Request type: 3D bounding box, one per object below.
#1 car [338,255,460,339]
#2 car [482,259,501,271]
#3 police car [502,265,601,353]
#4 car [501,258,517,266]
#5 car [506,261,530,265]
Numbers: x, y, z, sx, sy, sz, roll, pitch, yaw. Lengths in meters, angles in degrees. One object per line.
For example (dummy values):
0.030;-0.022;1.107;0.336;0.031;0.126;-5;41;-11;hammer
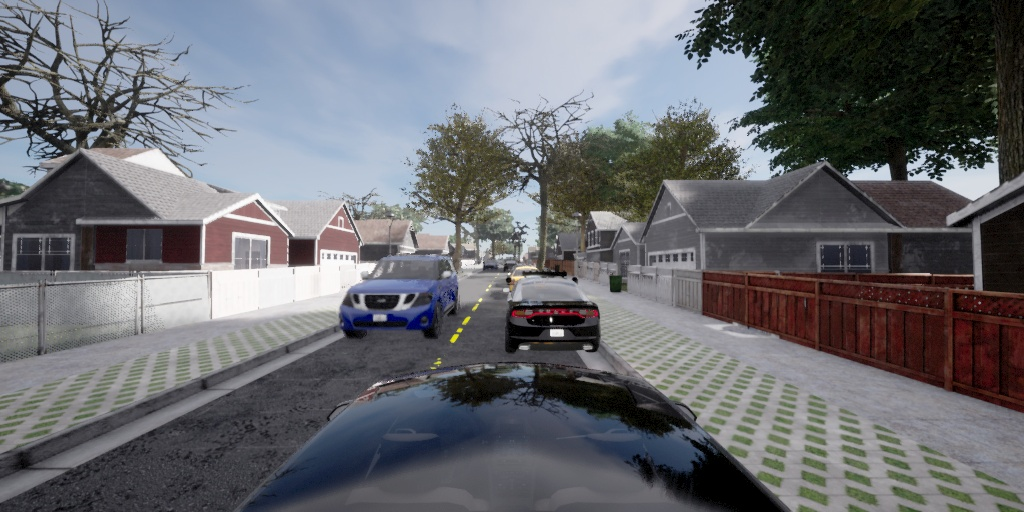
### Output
-2.876;0.978;10.473;2.150;2.045;5.566;0;0;-1;car
-3.073;1.225;51.387;2.097;1.767;4.553;0;0;0;car
0.795;1.181;9.025;1.930;1.638;5.238;0;0;0;police car
-0.171;1.343;49.573;1.882;1.535;5.008;0;0;0;car
0.748;1.221;19.111;1.801;1.575;5.366;0;0;0;car
